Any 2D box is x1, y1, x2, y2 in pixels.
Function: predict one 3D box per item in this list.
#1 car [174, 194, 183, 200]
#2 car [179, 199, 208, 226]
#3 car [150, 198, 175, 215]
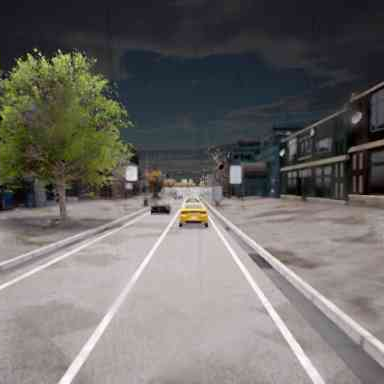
[{"bbox_3d":[-2.987,1.117,74.466,1.994,1.385,4.181,0,1,0],"label":"car"},{"bbox_3d":[0.104,1.487,23.449,1.882,1.535,5.008,0,0,0],"label":"car"},{"bbox_3d":[-3.089,1.576,33.854,1.895,1.301,4.718,0,0,0],"label":"car"}]
